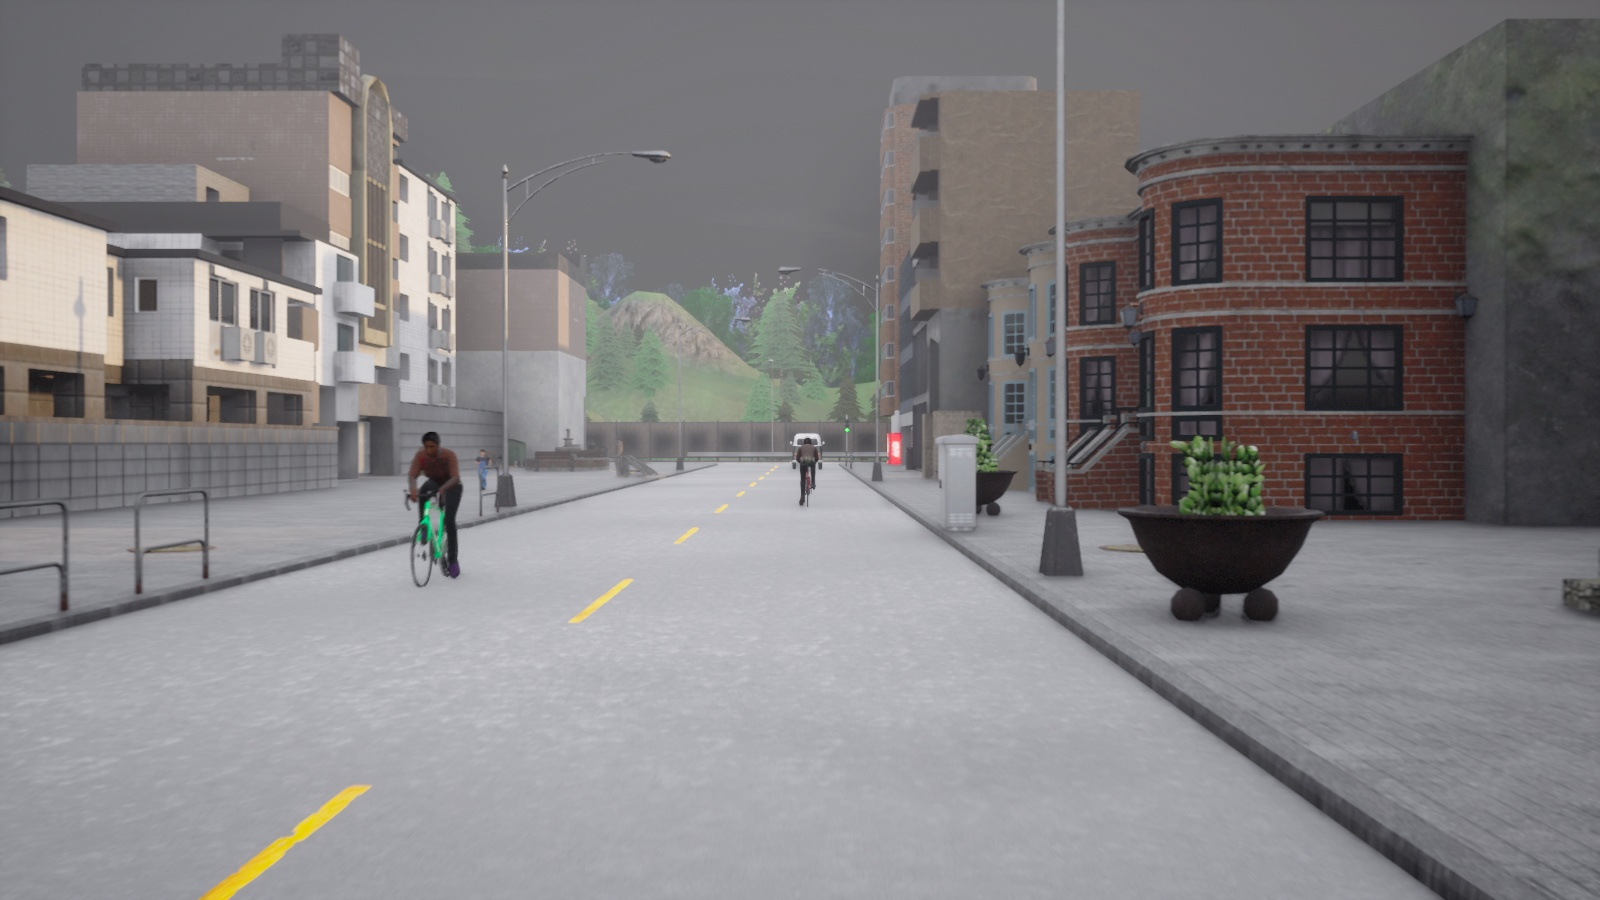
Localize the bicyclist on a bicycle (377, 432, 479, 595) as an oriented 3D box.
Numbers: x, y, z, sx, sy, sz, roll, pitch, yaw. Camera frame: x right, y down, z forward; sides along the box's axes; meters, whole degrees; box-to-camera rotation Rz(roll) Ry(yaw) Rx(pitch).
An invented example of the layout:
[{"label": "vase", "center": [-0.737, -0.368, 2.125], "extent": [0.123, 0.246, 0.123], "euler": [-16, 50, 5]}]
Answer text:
[{"label": "bicyclist on a bicycle", "center": [-3.909, 0.621, 13.313], "extent": [0.582, 1.620, 1.656], "euler": [0, 1, 0]}]

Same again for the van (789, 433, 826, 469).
[{"label": "van", "center": [0.428, 0.059, 72.970], "extent": [2.069, 2.038, 4.480], "euler": [0, 0, 0]}]

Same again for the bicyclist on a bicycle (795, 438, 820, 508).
[{"label": "bicyclist on a bicycle", "center": [0.184, 0.532, 29.756], "extent": [0.582, 1.620, 1.656], "euler": [0, 0, 0]}]
